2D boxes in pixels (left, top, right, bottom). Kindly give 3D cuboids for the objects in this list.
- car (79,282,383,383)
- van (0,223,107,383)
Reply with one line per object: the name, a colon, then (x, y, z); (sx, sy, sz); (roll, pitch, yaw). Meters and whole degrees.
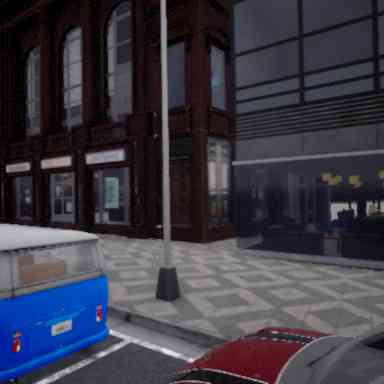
car: (1.522, 1.437, 1.772); (4.097, 1.590, 1.967); (-1, -1, 36)
van: (-3.054, 1.395, 5.043); (3.998, 1.788, 1.690); (-1, -1, 36)
